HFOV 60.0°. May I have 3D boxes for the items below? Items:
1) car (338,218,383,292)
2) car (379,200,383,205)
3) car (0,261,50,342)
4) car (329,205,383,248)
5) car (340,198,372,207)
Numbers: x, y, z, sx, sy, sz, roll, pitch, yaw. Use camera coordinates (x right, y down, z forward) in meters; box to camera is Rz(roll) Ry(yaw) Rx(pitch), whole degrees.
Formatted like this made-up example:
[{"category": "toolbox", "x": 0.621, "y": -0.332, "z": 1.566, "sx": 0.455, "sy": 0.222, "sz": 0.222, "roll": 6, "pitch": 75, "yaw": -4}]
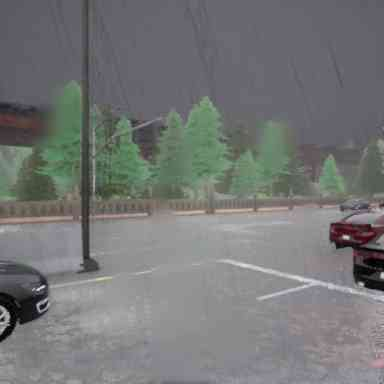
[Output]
[{"category": "car", "x": 5.820, "y": 1.486, "z": 7.905, "sx": 5.008, "sy": 1.535, "sz": 1.882, "roll": 0, "pitch": 0, "yaw": -35}, {"category": "car", "x": 27.134, "y": 1.510, "z": 44.818, "sx": 5.008, "sy": 1.535, "sz": 1.882, "roll": 0, "pitch": 0, "yaw": -35}, {"category": "car", "x": -4.668, "y": 1.514, "z": 4.719, "sx": 4.892, "sy": 1.490, "sz": 1.837, "roll": 0, "pitch": 0, "yaw": -35}, {"category": "car", "x": 7.589, "y": 1.492, "z": 13.461, "sx": 5.008, "sy": 1.535, "sz": 1.882, "roll": 0, "pitch": 0, "yaw": -35}, {"category": "car", "x": 19.395, "y": 1.539, "z": 39.317, "sx": 4.892, "sy": 1.490, "sz": 1.837, "roll": 0, "pitch": 0, "yaw": -35}]
